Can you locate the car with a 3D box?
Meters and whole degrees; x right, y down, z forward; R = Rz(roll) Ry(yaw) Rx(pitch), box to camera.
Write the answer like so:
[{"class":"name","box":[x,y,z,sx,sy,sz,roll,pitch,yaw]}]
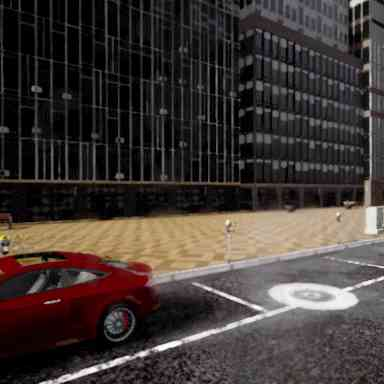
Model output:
[{"class":"car","box":[-2.459,1.581,4.804,4.206,1.307,1.802,0,0,-35]}]
